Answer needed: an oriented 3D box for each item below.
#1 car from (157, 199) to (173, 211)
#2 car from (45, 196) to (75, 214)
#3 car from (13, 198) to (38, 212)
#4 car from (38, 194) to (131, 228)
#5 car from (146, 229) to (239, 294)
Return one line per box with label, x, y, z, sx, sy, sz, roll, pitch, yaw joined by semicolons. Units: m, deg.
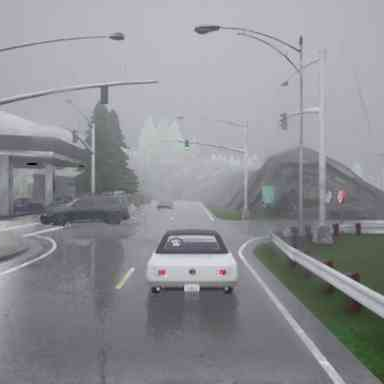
car;-3.508;1.680;44.056;2.033;1.411;5.357;0;0;0
car;-14.535;1.425;36.826;1.905;1.878;3.866;0;0;-1
car;-20.243;1.605;41.102;2.242;1.667;4.611;0;0;-1
car;-6.771;1.221;21.618;5.566;2.045;2.150;0;4;-25
car;-0.010;1.628;8.841;1.895;1.301;4.718;0;0;0
